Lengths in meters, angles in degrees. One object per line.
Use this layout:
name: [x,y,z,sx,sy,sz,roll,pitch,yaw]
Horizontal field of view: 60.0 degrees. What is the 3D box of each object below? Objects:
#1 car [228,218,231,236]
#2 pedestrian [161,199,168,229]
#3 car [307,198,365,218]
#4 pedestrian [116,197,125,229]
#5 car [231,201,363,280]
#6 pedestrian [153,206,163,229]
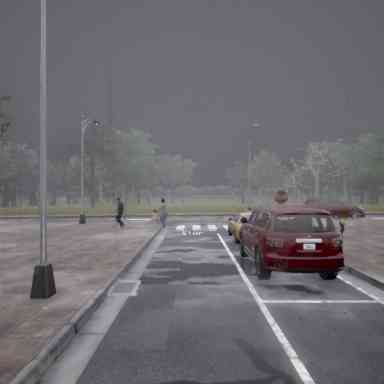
car: [2.658,1.525,15.602,1.752,1.417,4.829,0,0,0]
pedestrian: [-1.718,1.293,20.137,0.375,1.860,0.375,0,0,0]
car: [10.712,1.234,25.511,4.553,1.767,2.097,0,0,0]
pedestrian: [-4.087,1.144,18.875,0.375,1.860,0.375,0,0,0]
car: [2.650,1.314,9.886,2.192,1.841,5.009,0,0,0]
pedestrian: [-2.112,1.521,19.380,0.500,1.100,0.500,0,0,0]
